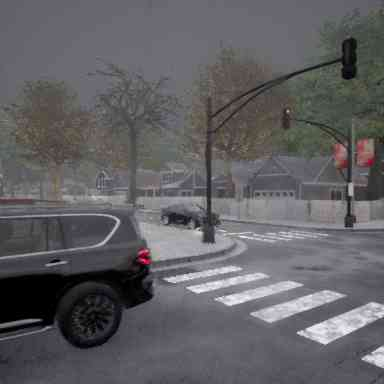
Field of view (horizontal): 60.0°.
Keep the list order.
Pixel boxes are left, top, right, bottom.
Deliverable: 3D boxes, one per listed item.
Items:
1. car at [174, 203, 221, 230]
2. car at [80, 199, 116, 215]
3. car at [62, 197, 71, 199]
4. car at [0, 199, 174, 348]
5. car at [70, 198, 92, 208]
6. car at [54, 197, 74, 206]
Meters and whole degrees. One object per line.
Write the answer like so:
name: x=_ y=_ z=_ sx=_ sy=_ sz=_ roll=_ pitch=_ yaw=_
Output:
car: x=-0.178 y=1.496 z=21.691 sx=1.882 sy=1.535 sz=5.008 roll=0 pitch=0 yaw=-36
car: x=-10.168 y=1.535 z=35.706 sx=2.128 sy=1.511 sz=4.902 roll=0 pitch=0 yaw=-36
car: x=-16.674 y=1.589 z=44.878 sx=1.812 sy=1.442 sz=4.674 roll=0 pitch=0 yaw=-35
car: x=-3.271 y=1.220 z=4.873 sx=5.566 sy=2.045 sz=2.150 roll=0 pitch=0 yaw=-32
car: x=-16.569 y=1.651 z=49.678 sx=1.994 sy=1.385 sz=4.181 roll=0 pitch=0 yaw=-35
car: x=-22.218 y=1.598 z=57.493 sx=2.128 sy=1.511 sz=4.902 roll=0 pitch=0 yaw=-36
